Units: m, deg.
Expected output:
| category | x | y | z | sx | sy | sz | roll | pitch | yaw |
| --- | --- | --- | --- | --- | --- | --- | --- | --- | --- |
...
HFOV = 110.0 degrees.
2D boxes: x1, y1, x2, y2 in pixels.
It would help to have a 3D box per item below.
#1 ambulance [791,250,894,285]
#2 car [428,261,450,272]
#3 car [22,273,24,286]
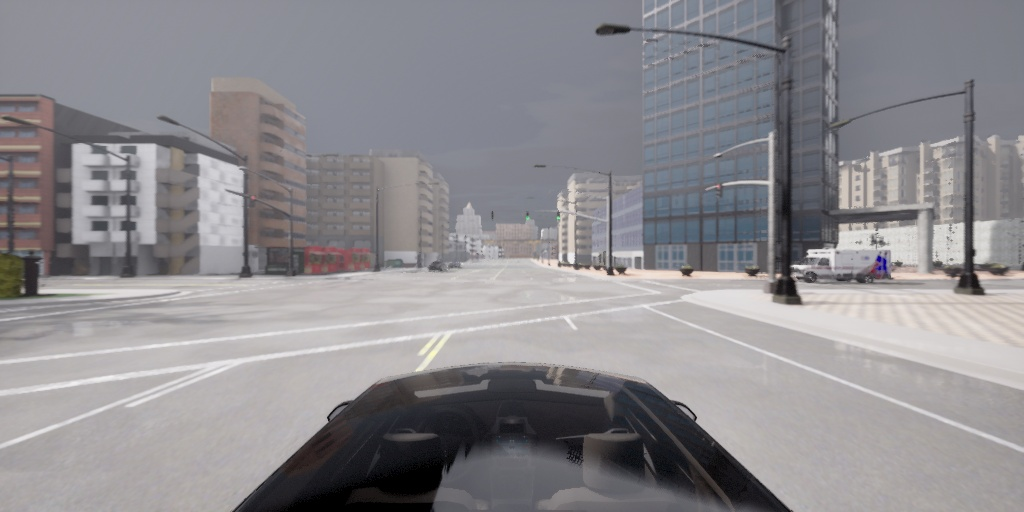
| category | x | y | z | sx | sy | sz | roll | pitch | yaw |
| --- | --- | --- | --- | --- | --- | --- | --- | --- | --- |
| ambulance | 23.520 | 0.786 | 26.132 | 6.366 | 2.431 | 2.351 | 0 | 0 | 0 |
| car | -10.524 | 1.467 | 50.751 | 1.837 | 1.490 | 4.892 | 0 | 0 | 1 |
| car | -33.858 | 1.270 | 23.021 | 4.892 | 1.490 | 1.837 | 0 | 0 | 1 |
